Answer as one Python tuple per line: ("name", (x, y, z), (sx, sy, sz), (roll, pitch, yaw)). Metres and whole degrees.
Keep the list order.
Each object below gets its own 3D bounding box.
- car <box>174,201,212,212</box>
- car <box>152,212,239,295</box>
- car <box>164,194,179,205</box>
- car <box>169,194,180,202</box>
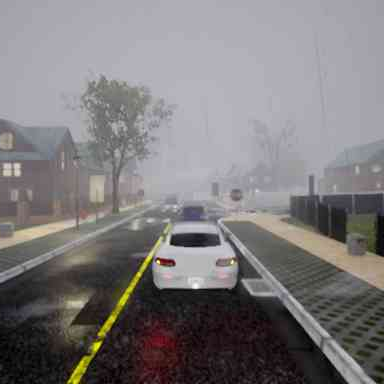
("car", (0.151, 1.409, 19.358), (1.812, 1.442, 4.674), (0, 1, 3))
("car", (0.067, 1.476, 8.487), (1.812, 1.442, 4.674), (0, 0, 0))
("car", (-3.045, 1.243, 49.907), (1.994, 1.385, 4.181), (0, 0, 0))
("car", (-3.547, 1.131, 65.553), (1.812, 1.442, 4.674), (0, 0, -7))
